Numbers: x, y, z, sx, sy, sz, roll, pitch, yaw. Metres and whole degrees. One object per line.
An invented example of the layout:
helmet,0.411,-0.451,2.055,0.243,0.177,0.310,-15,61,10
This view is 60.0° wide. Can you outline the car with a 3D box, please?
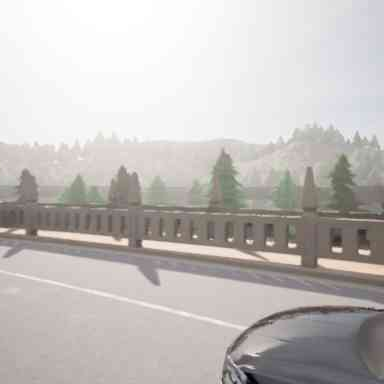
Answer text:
car,2.472,1.483,2.039,4.902,1.511,2.128,0,0,36
